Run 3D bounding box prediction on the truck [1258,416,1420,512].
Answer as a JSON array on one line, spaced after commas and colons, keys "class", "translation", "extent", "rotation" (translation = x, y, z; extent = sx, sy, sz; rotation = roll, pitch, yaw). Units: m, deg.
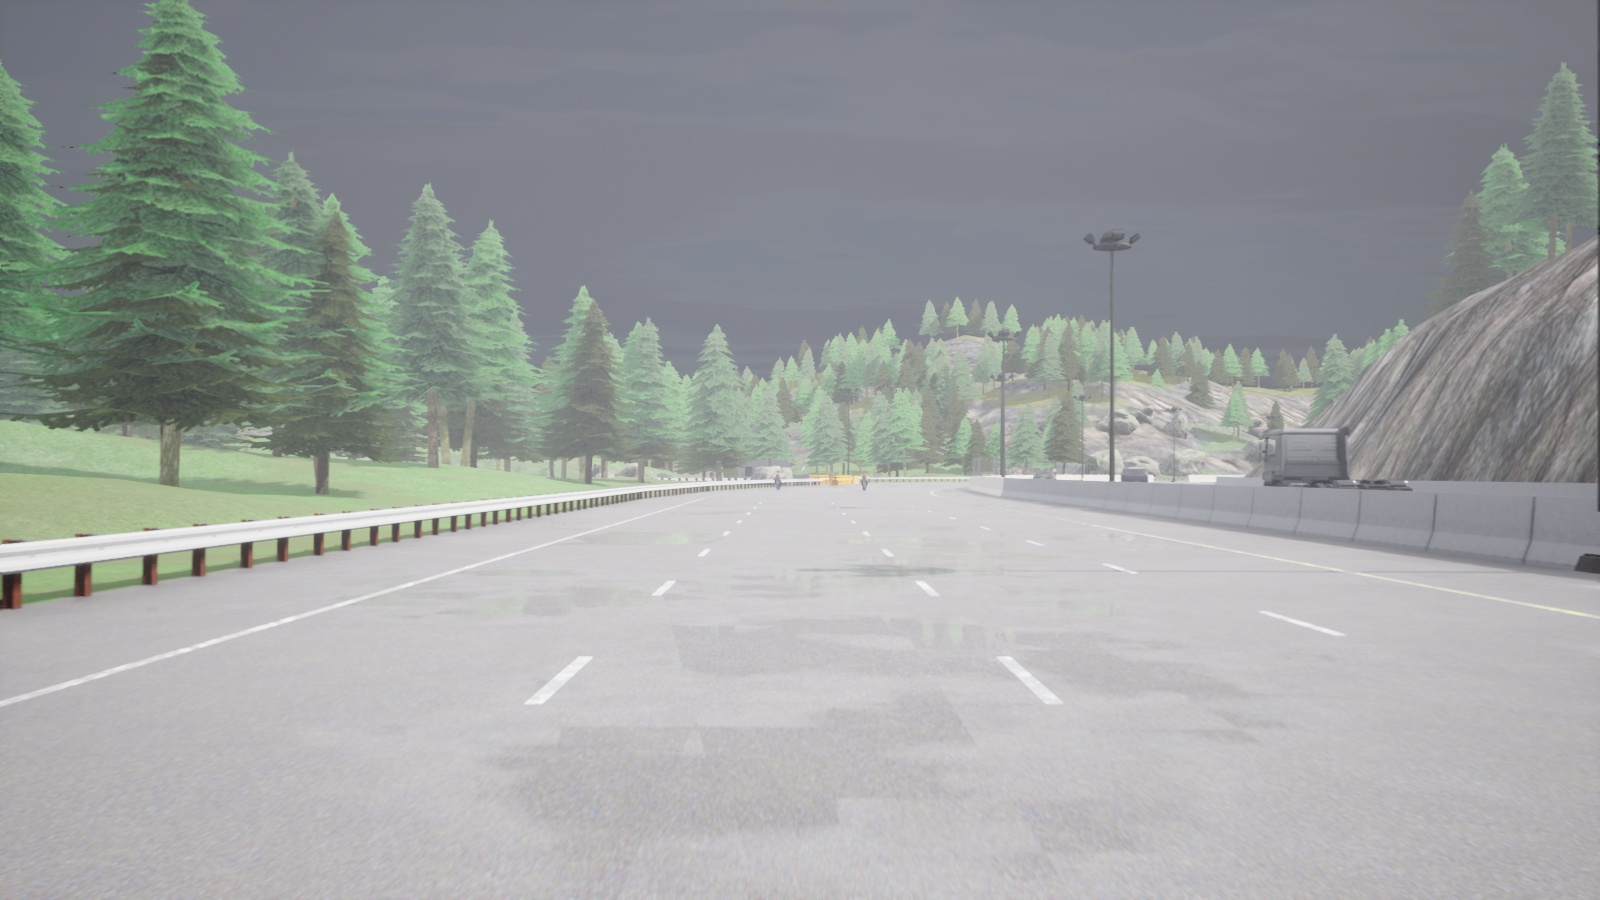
[{"class": "truck", "translation": [20.876, 0.573, 49.242], "extent": [2.891, 3.462, 7.936], "rotation": [0, -1, 0]}]
